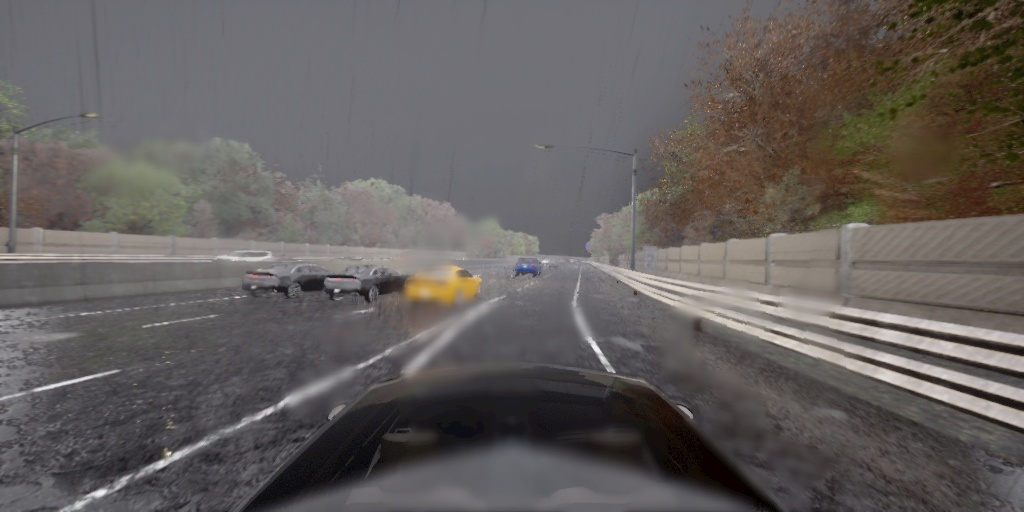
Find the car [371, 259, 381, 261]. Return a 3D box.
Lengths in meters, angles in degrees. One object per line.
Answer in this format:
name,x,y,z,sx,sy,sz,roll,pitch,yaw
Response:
car,-20.398,1.058,52.344,1.895,1.301,4.718,1,0,12

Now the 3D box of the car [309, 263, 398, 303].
car,-6.128,1.130,15.875,2.128,1.511,4.902,1,0,11

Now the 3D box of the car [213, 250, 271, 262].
car,-27.110,0.435,36.455,2.150,2.045,5.566,1,0,12

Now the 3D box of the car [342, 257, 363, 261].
car,-16.720,0.973,34.987,1.837,1.490,4.892,1,-1,11

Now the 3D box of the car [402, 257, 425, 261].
car,-13.416,1.229,51.625,1.895,1.301,4.718,1,0,12

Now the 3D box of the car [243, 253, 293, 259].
car,-23.638,0.776,36.032,1.882,1.535,5.008,1,-1,11

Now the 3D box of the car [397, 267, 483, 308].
car,-2.665,1.200,15.337,1.882,1.535,5.008,1,0,11

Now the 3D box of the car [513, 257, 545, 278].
car,1.801,1.164,38.109,2.150,2.045,5.566,1,0,11

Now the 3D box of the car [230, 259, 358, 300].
car,-9.593,1.047,16.388,2.128,1.511,4.902,1,0,11
